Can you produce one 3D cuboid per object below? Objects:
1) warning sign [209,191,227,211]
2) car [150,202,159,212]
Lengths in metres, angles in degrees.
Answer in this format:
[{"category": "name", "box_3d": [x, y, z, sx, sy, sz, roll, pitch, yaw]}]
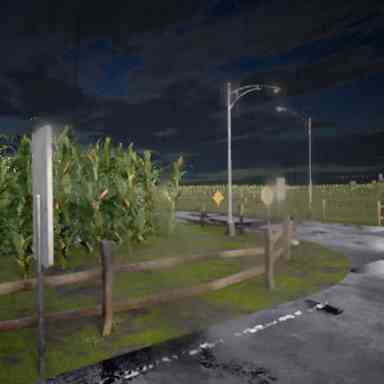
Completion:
[{"category": "warning sign", "box_3d": [2.443, 0.807, 30.942, 1.300, 1.860, 1.060, -1, 1, -35]}, {"category": "car", "box_3d": [-5.097, 1.106, 32.402, 2.097, 1.767, 4.553, -1, 1, -35]}]
